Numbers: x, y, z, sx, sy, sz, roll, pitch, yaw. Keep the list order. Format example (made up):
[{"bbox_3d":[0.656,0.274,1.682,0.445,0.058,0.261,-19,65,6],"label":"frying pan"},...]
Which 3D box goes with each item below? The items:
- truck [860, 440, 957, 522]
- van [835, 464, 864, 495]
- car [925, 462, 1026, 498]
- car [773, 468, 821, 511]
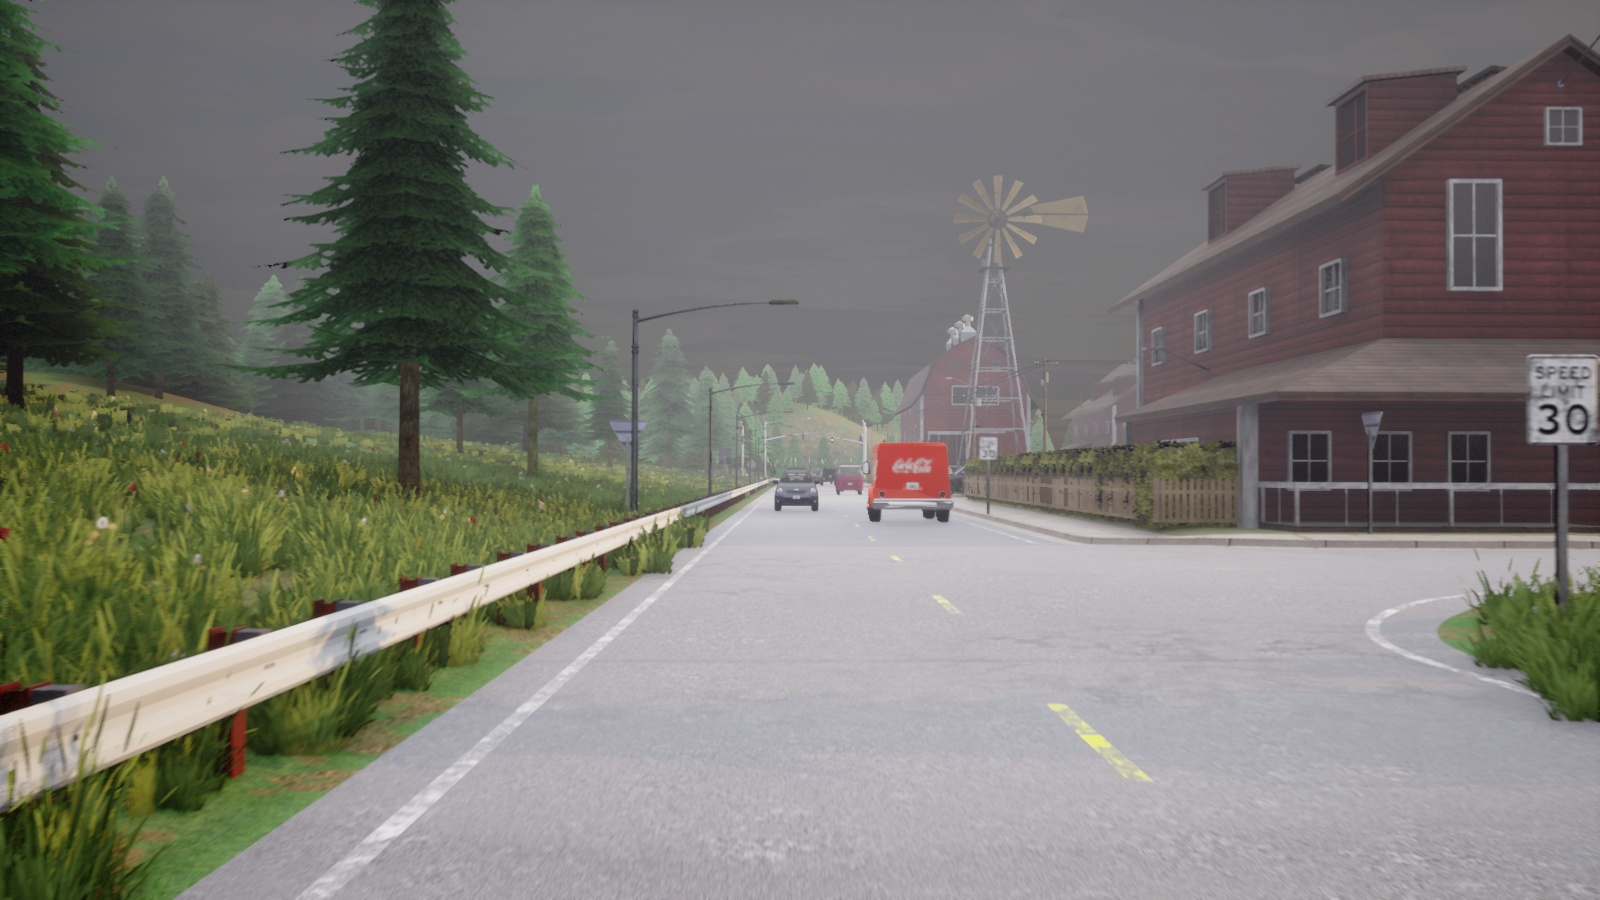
[{"bbox_3d":[3.400,0.993,40.503,2.627,2.467,5.204,0,-1,0],"label":"truck"},{"bbox_3d":[3.295,1.972,84.438,1.775,1.987,4.442,0,-1,0],"label":"van"},{"bbox_3d":[10.206,1.721,73.227,5.566,2.045,2.150,0,-1,-1],"label":"car"},{"bbox_3d":[-0.122,1.551,49.940,1.851,1.617,3.988,0,-1,0],"label":"car"}]
